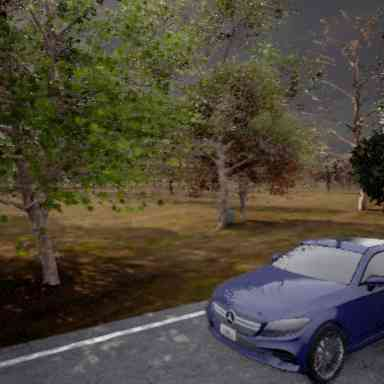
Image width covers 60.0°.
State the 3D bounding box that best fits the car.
[{"bbox_3d":[2.423,1.496,5.436,4.674,1.442,1.812,0,0,-32],"label":"car"}]
